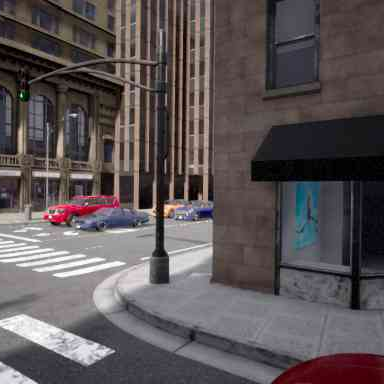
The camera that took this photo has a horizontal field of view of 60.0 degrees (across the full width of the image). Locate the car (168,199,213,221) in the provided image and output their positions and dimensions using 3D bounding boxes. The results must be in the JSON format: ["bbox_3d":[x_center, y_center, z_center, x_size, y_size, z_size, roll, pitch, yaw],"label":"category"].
[{"bbox_3d":[0.335,1.544,29.367,2.097,1.767,4.553,1,0,35],"label":"car"}]

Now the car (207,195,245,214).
[{"bbox_3d":[4.227,1.465,40.562,2.150,2.045,5.566,1,0,35],"label":"car"}]

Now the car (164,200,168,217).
[{"bbox_3d":[-1.862,1.504,31.896,2.097,1.767,4.553,1,0,35],"label":"car"}]

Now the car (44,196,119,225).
[{"bbox_3d":[-7.568,1.289,23.761,2.150,2.045,5.566,1,0,35],"label":"car"}]

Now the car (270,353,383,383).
[{"bbox_3d":[2.380,1.545,1.275,4.507,1.381,1.887,0,1,35],"label":"car"}]

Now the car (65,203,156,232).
[{"bbox_3d":[-5.105,1.658,21.620,2.033,1.411,5.357,1,0,35],"label":"car"}]
